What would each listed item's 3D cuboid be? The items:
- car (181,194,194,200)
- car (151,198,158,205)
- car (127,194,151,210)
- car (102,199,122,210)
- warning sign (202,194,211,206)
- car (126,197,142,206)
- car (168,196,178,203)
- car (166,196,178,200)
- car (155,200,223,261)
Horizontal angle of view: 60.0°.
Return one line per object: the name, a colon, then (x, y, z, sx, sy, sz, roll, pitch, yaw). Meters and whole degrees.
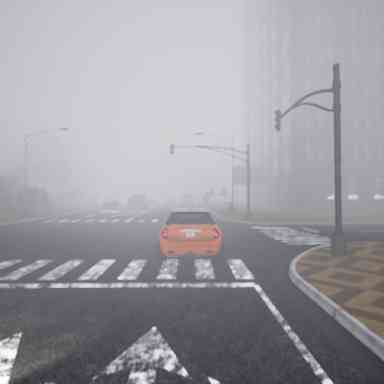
car: (-0.803, 1.383, 63.220, 2.150, 2.045, 5.566, 0, 0, -1)
car: (-7.302, 1.750, 59.677, 1.895, 1.301, 4.718, 0, 0, 0)
car: (-7.145, 1.303, 44.190, 2.150, 2.045, 5.566, 0, 0, -1)
car: (-10.383, 1.645, 43.405, 1.994, 1.385, 4.181, 0, 0, -1)
warning sign: (2.179, 1.214, 51.329, 1.300, 1.860, 1.060, -1, -2, -1)
car: (-10.551, 1.706, 60.762, 2.033, 1.411, 5.357, 0, 0, 0)
car: (-4.187, 1.641, 73.567, 2.033, 1.411, 5.357, 0, 0, -1)
car: (-4.057, 1.692, 63.563, 1.812, 1.442, 4.674, 0, 0, -1)
car: (-0.066, 1.357, 12.437, 2.097, 1.767, 4.553, 0, 0, -1)
